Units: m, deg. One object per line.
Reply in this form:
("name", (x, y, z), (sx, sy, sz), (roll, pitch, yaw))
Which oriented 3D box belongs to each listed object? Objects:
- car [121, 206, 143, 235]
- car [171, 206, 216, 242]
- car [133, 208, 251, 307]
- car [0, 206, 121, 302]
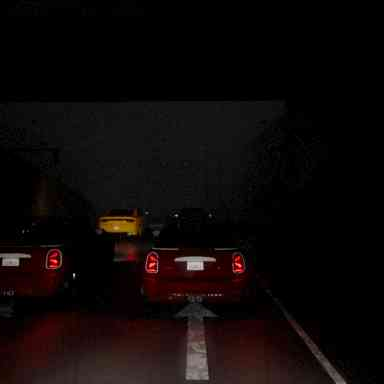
("car", (-3.431, 1.478, 17.529), (1.882, 1.535, 5.008), (0, 0, 0))
("car", (0.070, 1.547, 17.639), (2.033, 1.411, 5.357), (0, 0, 0))
("car", (0.067, 1.352, 8.113), (2.097, 1.767, 4.553), (0, 0, 0))
("car", (-3.428, 1.352, 8.440), (2.097, 1.767, 4.553), (0, 0, 0))
